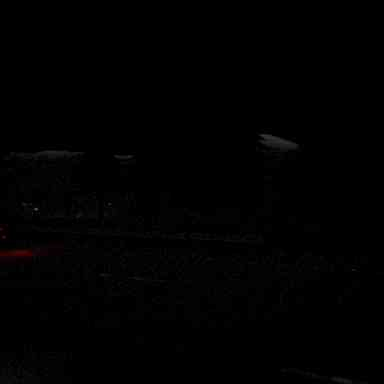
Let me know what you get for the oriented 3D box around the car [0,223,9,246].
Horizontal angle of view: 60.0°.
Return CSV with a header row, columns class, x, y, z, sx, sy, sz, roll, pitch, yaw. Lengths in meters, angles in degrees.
class,x,y,z,sx,sy,sz,roll,pitch,yaw
car,-10.279,1.716,14.559,4.892,1.490,1.837,0,-1,22
